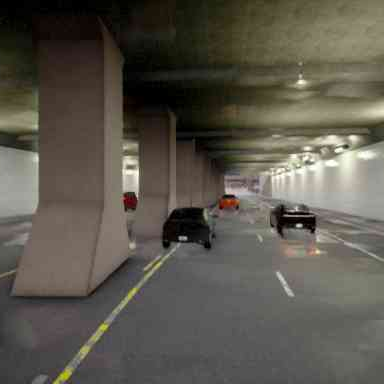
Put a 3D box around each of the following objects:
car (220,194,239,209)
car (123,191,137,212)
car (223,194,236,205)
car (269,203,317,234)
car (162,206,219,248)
[{"bbox_3d":[4.383,1.026,38.709,2.097,1.767,4.553,0,1,9],"label":"car"},{"bbox_3d":[-7.067,0.946,32.679,2.150,2.045,5.566,0,0,7],"label":"car"},{"bbox_3d":[5.574,1.092,48.744,1.837,1.490,4.892,0,0,8],"label":"car"},{"bbox_3d":[5.374,1.337,18.088,2.128,1.511,4.902,0,0,7],"label":"car"},{"bbox_3d":[-0.016,1.384,14.220,1.837,1.490,4.892,0,0,7],"label":"car"}]
